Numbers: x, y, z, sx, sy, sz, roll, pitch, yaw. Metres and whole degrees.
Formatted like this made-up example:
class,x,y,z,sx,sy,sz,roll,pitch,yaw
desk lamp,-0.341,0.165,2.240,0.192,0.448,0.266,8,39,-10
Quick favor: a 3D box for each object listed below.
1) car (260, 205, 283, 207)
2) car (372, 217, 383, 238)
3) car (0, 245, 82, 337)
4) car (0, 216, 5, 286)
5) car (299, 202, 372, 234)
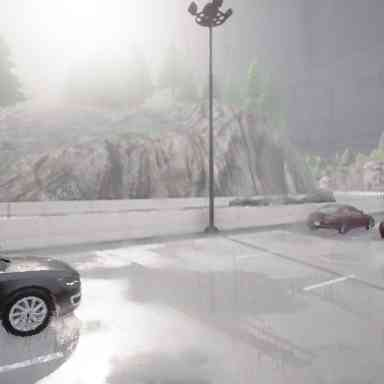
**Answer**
class,x,y,z,sx,sy,sz,roll,pitch,yaw
car,10.632,1.248,38.900,4.902,1.511,2.128,-1,0,-43
car,10.573,1.428,15.608,4.181,1.385,1.994,-1,0,-38
car,-4.248,1.509,5.091,4.892,1.490,1.837,-1,1,-32
car,-7.094,1.487,7.427,5.008,1.535,1.882,-1,0,-32
car,8.079,1.393,18.086,4.674,1.442,1.812,-1,0,-38
